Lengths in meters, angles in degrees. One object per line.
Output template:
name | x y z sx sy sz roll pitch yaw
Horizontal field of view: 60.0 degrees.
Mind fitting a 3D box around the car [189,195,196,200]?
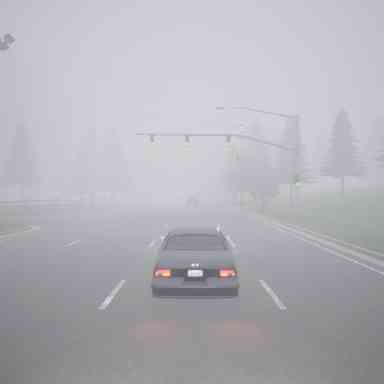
car | 0.135 1.540 94.167 2.033 1.411 5.357 0 0 0

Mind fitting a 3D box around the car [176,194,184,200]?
car | -3.365 1.358 93.759 2.128 1.511 4.902 0 0 0

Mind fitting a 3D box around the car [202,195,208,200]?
car | 3.635 1.500 94.162 1.837 1.490 4.892 0 0 0

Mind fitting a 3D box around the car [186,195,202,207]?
car | 0.073 1.352 52.691 2.097 1.767 4.553 0 0 0

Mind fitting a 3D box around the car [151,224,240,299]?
car | 0.078 1.547 8.652 2.033 1.411 5.357 0 0 1

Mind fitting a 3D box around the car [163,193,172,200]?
car | -6.865 1.225 94.207 2.150 2.045 5.566 0 0 0

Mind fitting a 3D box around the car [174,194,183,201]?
car | -3.380 1.517 83.755 1.812 1.442 4.674 0 0 0
